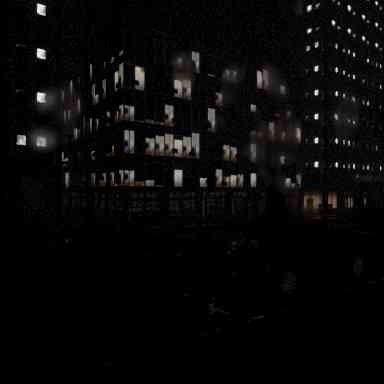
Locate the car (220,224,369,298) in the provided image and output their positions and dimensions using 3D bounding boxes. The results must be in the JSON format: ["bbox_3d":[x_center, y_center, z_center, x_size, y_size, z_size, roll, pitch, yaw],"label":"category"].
[{"bbox_3d":[2.741,1.545,8.504,4.507,1.381,1.887,0,0,-35],"label":"car"}]
